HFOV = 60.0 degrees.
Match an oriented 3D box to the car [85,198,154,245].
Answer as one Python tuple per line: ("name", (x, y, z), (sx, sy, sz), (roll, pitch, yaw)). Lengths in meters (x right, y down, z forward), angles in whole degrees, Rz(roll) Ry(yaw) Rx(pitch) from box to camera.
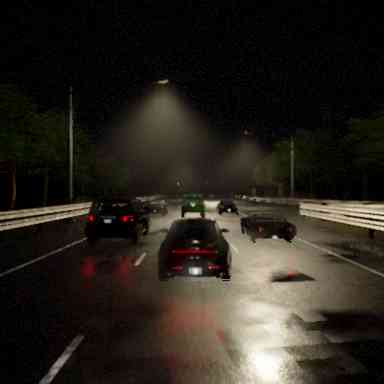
("car", (-3.407, 1.282, 16.121), (2.150, 2.045, 5.566), (0, 0, 0))

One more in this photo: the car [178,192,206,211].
("car", (0.090, 1.279, 32.295), (2.150, 2.045, 5.566), (0, 0, 0))

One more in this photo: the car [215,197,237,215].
("car", (3.588, 1.579, 34.240), (1.812, 1.442, 4.674), (0, 0, 0))

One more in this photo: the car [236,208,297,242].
("car", (3.592, 1.664, 16.590), (1.895, 1.301, 4.718), (0, 0, 0))

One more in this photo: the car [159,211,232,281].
("car", (0.081, 1.549, 10.015), (1.837, 1.490, 4.892), (0, 0, 0))

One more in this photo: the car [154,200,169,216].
("car", (-3.412, 1.547, 33.245), (2.128, 1.511, 4.902), (0, 0, 0))
